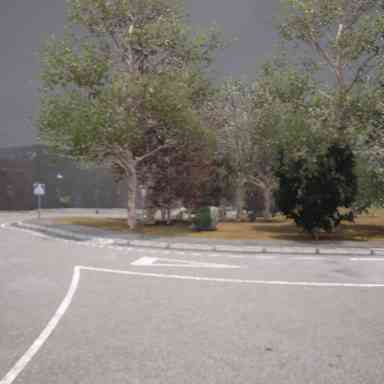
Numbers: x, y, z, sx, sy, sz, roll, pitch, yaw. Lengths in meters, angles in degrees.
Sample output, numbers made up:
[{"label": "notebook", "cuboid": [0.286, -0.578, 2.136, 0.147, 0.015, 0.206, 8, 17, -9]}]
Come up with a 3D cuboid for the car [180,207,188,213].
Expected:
[{"label": "car", "cuboid": [-1.395, 4.958, 93.413, 2.435, 2.045, 5.566, 0, -2, 23]}]
